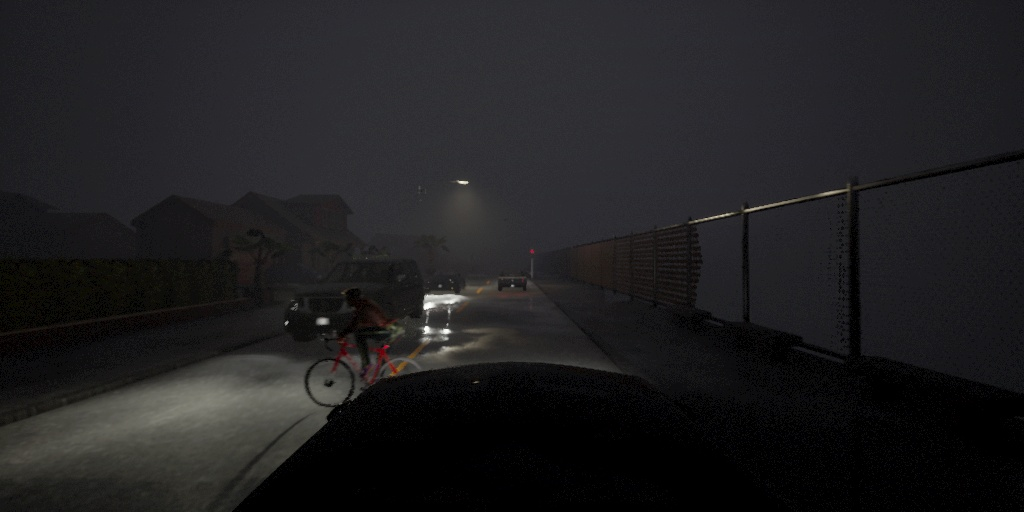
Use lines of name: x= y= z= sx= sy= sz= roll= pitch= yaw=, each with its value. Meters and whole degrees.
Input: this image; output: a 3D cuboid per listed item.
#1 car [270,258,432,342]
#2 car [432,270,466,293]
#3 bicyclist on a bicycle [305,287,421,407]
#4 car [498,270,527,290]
car: x=-4.125 y=1.080 z=10.561 sx=2.150 sy=2.045 sz=5.566 roll=0 pitch=0 yaw=0
car: x=-4.138 y=1.578 z=22.725 sx=1.994 sy=1.385 sz=4.181 roll=0 pitch=-1 yaw=1
bicyclist on a bicycle: x=-1.983 y=1.240 z=4.838 sx=1.656 sy=1.620 sz=0.582 roll=-1 pitch=-1 yaw=0
car: x=0.024 y=1.644 z=25.153 sx=1.895 sy=1.301 sz=4.718 roll=0 pitch=-1 yaw=0
